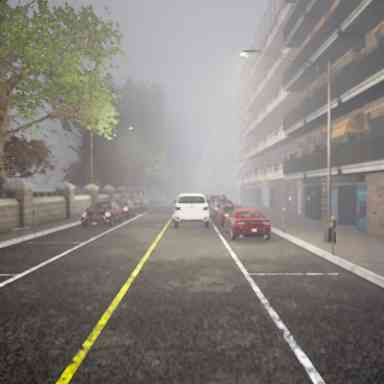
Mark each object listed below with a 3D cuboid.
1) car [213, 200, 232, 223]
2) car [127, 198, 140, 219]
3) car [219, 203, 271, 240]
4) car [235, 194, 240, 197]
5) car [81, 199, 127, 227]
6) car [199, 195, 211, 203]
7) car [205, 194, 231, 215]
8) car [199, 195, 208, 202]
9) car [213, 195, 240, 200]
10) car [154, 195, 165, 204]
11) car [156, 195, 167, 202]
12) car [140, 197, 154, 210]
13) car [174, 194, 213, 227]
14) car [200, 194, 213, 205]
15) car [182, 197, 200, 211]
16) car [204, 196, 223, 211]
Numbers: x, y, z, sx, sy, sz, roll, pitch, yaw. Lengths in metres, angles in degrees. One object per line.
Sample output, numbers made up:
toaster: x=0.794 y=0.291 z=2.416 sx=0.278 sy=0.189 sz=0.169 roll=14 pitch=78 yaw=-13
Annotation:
car: x=2.566 y=1.445 z=21.859 sx=1.887 sy=1.381 sz=4.507 roll=0 pitch=0 yaw=0
car: x=-5.849 y=1.329 z=27.436 sx=1.967 sy=1.590 sz=4.097 roll=0 pitch=0 yaw=0
car: x=2.600 y=1.468 z=16.228 sx=1.887 sy=1.381 sz=4.507 roll=0 pitch=0 yaw=0
car: x=14.059 y=1.221 z=93.964 sx=5.009 sy=1.841 sz=2.192 roll=1 pitch=-1 yaw=-1
car: x=-5.815 y=1.352 z=21.808 sx=1.967 sy=1.590 sz=4.097 roll=0 pitch=0 yaw=0
car: x=2.329 y=1.315 z=61.269 sx=1.947 sy=1.339 sz=4.313 roll=0 pitch=0 yaw=0
car: x=2.497 y=1.170 z=33.117 sx=2.192 sy=1.841 sz=5.009 roll=0 pitch=0 yaw=0
car: x=2.294 y=1.256 z=67.070 sx=1.752 sy=1.417 sz=4.829 roll=0 pitch=0 yaw=0
car: x=2.532 y=1.318 z=27.487 sx=1.967 sy=1.590 sz=4.097 roll=0 pitch=0 yaw=0
car: x=-6.016 y=1.306 z=55.418 sx=1.752 sy=1.417 sz=4.829 roll=0 pitch=0 yaw=0
car: x=-6.085 y=1.268 z=66.679 sx=1.752 sy=1.417 sz=4.829 roll=0 pitch=0 yaw=0
car: x=-5.915 y=1.394 z=38.698 sx=2.008 sy=1.369 sz=4.403 roll=0 pitch=0 yaw=0
car: x=-0.026 y=1.125 z=21.960 sx=2.150 sy=2.045 sz=5.566 roll=0 pitch=0 yaw=0
car: x=2.362 y=1.209 z=55.638 sx=1.967 sy=1.590 sz=4.097 roll=0 pitch=0 yaw=0
car: x=-0.132 y=1.379 z=39.880 sx=2.033 sy=1.411 sz=5.357 roll=0 pitch=0 yaw=0
car: x=2.464 y=1.272 z=38.748 sx=1.967 sy=1.590 sz=4.097 roll=0 pitch=0 yaw=0
